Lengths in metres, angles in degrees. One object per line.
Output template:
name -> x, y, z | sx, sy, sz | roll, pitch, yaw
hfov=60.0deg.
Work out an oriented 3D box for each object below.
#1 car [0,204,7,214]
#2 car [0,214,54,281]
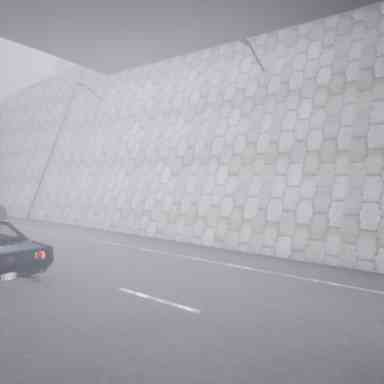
car -> -10.746, 0.902, 15.968 | 4.892, 1.490, 1.837 | 2, 1, 36
car -> -5.412, 1.303, 7.858 | 4.718, 1.301, 1.895 | 2, 1, 36
